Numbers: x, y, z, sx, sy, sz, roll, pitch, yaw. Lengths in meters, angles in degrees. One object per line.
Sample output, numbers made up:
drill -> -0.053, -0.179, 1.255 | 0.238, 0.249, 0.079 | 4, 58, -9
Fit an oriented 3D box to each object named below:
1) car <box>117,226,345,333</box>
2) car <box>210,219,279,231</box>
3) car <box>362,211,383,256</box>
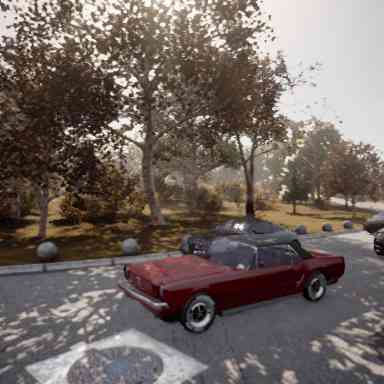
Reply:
car -> 0.955, 1.613, 6.866 | 4.718, 1.301, 1.895 | 0, 0, -32
car -> 1.681, 1.592, 10.860 | 4.181, 1.385, 1.994 | 0, 0, -39
car -> 8.504, 1.575, 12.352 | 4.902, 1.511, 2.128 | 1, -1, -39
